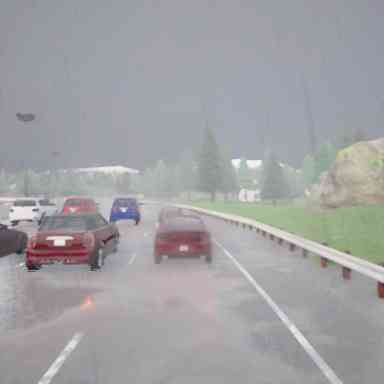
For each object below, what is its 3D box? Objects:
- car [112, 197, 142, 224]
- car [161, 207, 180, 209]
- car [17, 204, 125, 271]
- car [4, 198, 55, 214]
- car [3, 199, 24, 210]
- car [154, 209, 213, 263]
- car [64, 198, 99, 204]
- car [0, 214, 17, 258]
[{"bbox_3d":[-5.254,1.450,26.797,2.150,2.045,5.566,0,0,-7],"label":"car"},{"bbox_3d":[-1.707,1.813,26.593,1.895,1.301,4.718,0,0,-7],"label":"car"},{"bbox_3d":[-3.832,1.454,11.485,2.097,1.767,4.553,0,0,-3],"label":"car"},{"bbox_3d":[-12.210,1.467,26.030,2.150,2.045,5.566,0,0,-7],"label":"car"},{"bbox_3d":[-28.789,1.991,53.753,1.882,1.535,5.008,0,0,-15],"label":"car"},{"bbox_3d":[-0.376,1.576,12.395,1.882,1.535,5.008,0,-1,-3],"label":"car"},{"bbox_3d":[-8.736,1.459,26.446,2.150,2.045,5.566,0,0,-7],"label":"car"},{"bbox_3d":[-7.335,1.677,11.466,1.994,1.385,4.181,0,-1,-3],"label":"car"}]
